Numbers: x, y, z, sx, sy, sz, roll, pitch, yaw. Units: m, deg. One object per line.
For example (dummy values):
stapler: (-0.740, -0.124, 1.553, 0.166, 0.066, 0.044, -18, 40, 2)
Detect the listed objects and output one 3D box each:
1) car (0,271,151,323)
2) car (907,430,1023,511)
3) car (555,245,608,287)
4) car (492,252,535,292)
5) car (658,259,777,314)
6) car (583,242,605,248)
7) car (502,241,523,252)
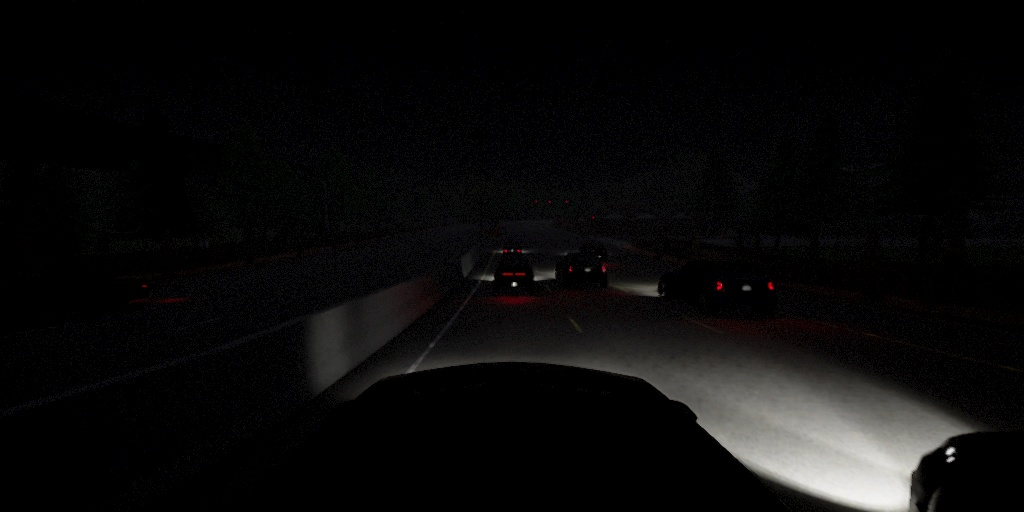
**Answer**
car: (-14.006, 1.175, 10.530, 2.033, 1.411, 5.357, 0, 2, 0)
car: (3.599, 1.304, 0.574, 1.994, 1.385, 4.181, 0, -1, 0)
car: (3.587, 0.548, 19.147, 2.097, 1.767, 4.553, 0, 4, 0)
car: (0.092, 0.797, 17.703, 1.837, 1.490, 4.892, 0, 4, 0)
car: (7.098, 0.892, 12.968, 2.097, 1.767, 4.553, 0, 2, 0)
car: (7.032, -0.460, 31.458, 1.837, 1.490, 4.892, 0, 6, 0)
car: (0.020, -0.688, 33.822, 2.033, 1.411, 5.357, 0, 6, 0)
